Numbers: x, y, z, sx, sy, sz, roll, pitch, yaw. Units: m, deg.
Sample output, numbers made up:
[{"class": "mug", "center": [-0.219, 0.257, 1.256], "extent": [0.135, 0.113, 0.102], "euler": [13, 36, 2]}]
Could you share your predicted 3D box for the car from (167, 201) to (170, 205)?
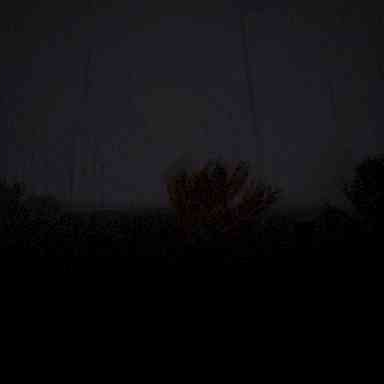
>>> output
[{"class": "car", "center": [-2.296, 1.938, 61.142], "extent": [2.033, 1.411, 5.357], "euler": [-1, -1, 36]}]
